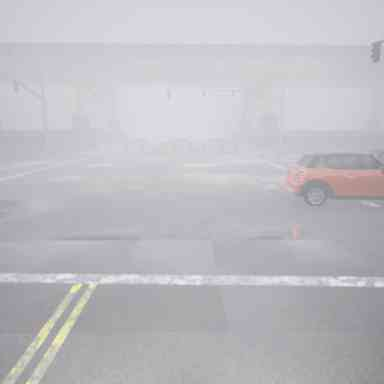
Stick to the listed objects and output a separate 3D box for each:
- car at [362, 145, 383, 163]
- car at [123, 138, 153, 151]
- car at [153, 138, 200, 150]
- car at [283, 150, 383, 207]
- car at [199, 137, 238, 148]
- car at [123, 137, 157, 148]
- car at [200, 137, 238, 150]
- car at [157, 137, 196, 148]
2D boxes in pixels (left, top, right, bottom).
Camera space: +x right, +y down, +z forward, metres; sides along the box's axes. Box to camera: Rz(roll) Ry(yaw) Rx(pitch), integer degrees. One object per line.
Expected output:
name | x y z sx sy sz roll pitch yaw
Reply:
car | 16.239 -3.004 26.040 4.718 1.301 1.895 0 10 1
car | -6.556 -6.079 42.031 4.974 1.542 2.038 10 15 44
car | -1.949 -6.068 41.952 4.974 1.542 2.038 -7 13 -35
car | 5.596 -0.608 11.462 4.553 1.767 2.097 0 11 2
car | 3.387 -6.357 42.621 4.536 1.218 1.853 6 12 29
car | -6.594 -6.240 42.038 4.536 1.218 1.853 10 15 44
car | 3.432 -6.197 42.624 4.974 1.542 2.038 6 12 29
car | -1.907 -6.229 41.953 4.536 1.218 1.853 -7 13 -35
